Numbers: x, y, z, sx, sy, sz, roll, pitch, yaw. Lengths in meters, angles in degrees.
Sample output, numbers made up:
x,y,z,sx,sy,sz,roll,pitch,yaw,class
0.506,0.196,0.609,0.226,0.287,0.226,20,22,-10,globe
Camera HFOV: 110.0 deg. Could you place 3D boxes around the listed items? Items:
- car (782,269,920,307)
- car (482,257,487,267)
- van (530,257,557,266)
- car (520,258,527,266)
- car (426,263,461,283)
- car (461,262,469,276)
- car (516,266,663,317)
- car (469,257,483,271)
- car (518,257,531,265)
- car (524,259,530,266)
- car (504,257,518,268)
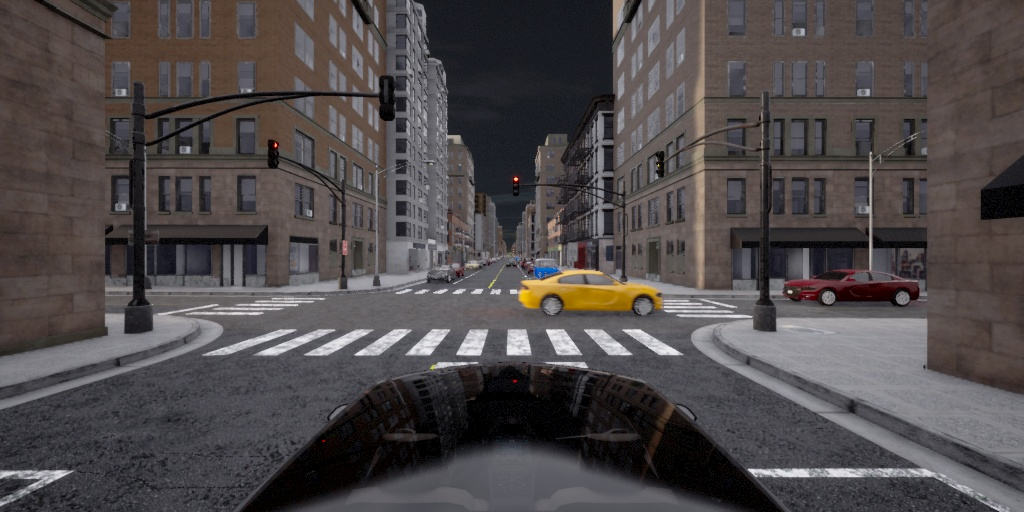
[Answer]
x,y,z,sx,sy,sz,roll,pitch,yaw,class
14.781,1.326,15.813,5.008,1.535,1.882,0,0,1,car
-5.522,1.306,56.323,1.948,1.339,4.313,0,0,0,car
2.572,1.089,27.942,1.690,1.789,3.998,0,0,0,van
2.516,1.326,50.667,1.802,1.307,4.207,0,0,0,car
-5.453,1.299,27.913,2.007,1.370,4.403,0,0,0,car
-5.466,1.293,33.595,1.888,1.381,4.507,0,0,0,car
2.749,1.251,12.819,5.008,1.535,1.882,0,0,0,car
-5.508,1.269,50.471,1.751,1.417,4.829,0,0,0,car
2.503,1.055,56.349,2.192,1.841,5.009,0,0,0,car
2.544,1.330,39.304,1.802,1.307,4.207,0,0,0,car
-0.050,1.337,61.551,1.895,1.301,4.718,0,0,0,car
